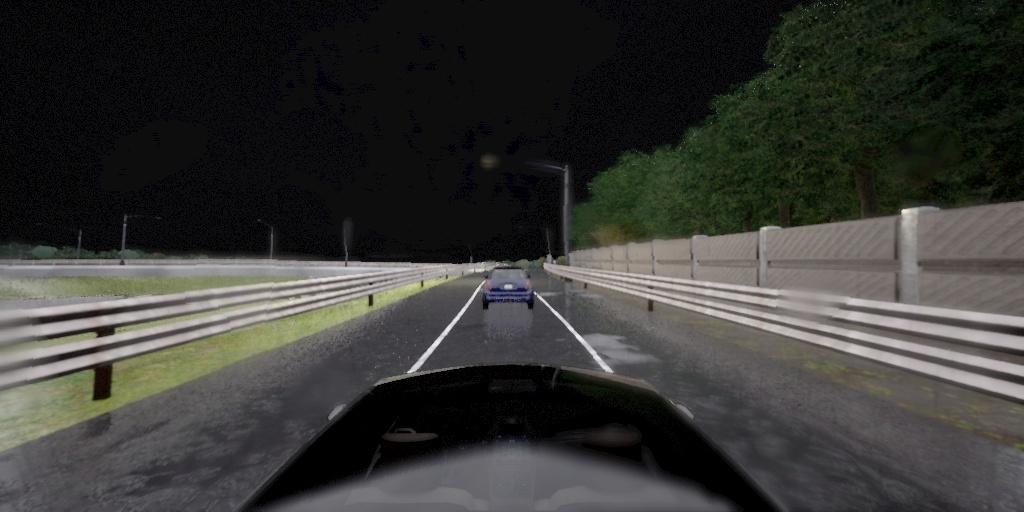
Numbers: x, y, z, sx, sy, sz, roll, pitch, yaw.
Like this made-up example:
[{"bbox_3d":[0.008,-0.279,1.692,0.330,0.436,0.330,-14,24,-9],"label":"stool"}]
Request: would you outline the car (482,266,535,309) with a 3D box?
[{"bbox_3d":[-0.201,1.241,16.056,2.097,1.767,4.553,0,-1,-2],"label":"car"}]
